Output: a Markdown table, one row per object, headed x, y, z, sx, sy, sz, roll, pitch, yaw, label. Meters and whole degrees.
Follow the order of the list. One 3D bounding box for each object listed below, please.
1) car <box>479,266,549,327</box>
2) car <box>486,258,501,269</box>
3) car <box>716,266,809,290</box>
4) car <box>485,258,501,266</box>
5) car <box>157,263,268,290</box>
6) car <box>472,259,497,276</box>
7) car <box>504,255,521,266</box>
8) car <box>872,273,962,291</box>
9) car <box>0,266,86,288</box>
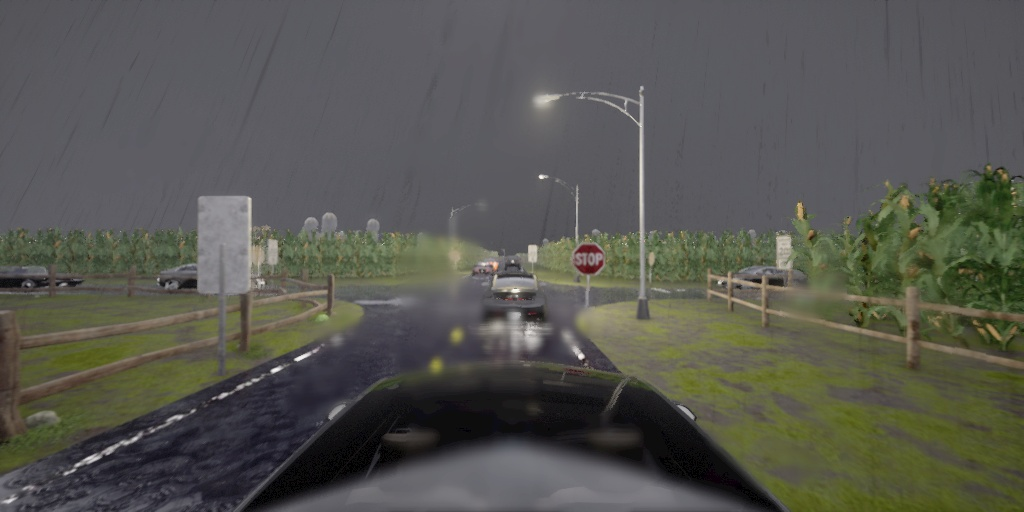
| x | y | z | sx | sy | sz | roll | pitch | yaw | label |
| --- | --- | --- | --- | --- | --- | --- | --- | --- | --- |
| 0.095 | 1.247 | 11.419 | 1.837 | 1.490 | 4.892 | 0 | 0 | 0 | car |
| -2.838 | 1.162 | 56.770 | 2.128 | 1.511 | 4.902 | 0 | 0 | 0 | car |
| 14.840 | 1.342 | 21.402 | 4.902 | 1.511 | 2.128 | 0 | -1 | 0 | car |
| -2.848 | 1.042 | 46.460 | 2.097 | 1.767 | 4.553 | 0 | 0 | 0 | car |
| -15.544 | 1.125 | 18.789 | 4.902 | 1.511 | 2.128 | 0 | -1 | -1 | car |
| -2.858 | 1.270 | 36.371 | 1.994 | 1.385 | 4.181 | 0 | 0 | 0 | car |
| 0.091 | 0.902 | 51.756 | 2.150 | 2.045 | 5.566 | 0 | 0 | 0 | car |
| 24.650 | 1.465 | 21.311 | 5.357 | 1.411 | 2.033 | 0 | -1 | 0 | car |
| -25.725 | 1.179 | 18.850 | 4.718 | 1.301 | 1.895 | 0 | -1 | 1 | car |
